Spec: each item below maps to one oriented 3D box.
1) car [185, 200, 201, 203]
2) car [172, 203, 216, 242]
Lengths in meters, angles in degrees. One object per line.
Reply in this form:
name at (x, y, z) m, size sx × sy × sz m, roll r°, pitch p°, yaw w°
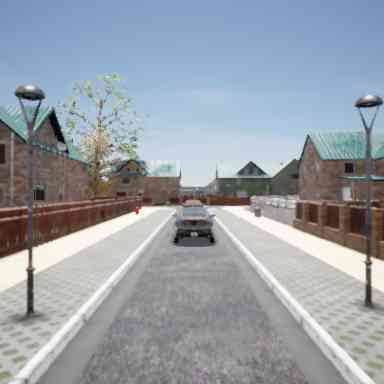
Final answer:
car at (0.098, 1.486, 31.484) m, size 1.882 × 1.535 × 5.008 m, roll 0°, pitch 0°, yaw 0°
car at (0.099, 1.512, 16.344) m, size 1.837 × 1.490 × 4.892 m, roll 0°, pitch 0°, yaw 0°
